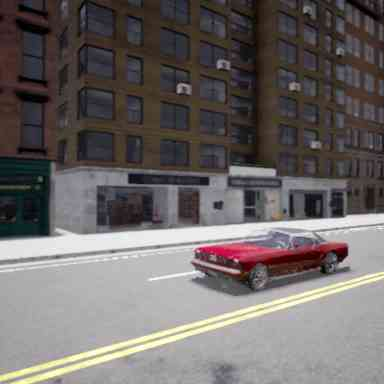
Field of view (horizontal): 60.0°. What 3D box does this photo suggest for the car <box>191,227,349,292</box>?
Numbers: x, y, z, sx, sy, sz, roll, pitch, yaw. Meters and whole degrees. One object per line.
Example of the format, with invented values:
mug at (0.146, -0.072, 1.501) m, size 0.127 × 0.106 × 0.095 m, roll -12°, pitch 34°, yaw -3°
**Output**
car at (2.308, 1.686, 9.335) m, size 4.718 × 1.301 × 1.895 m, roll 1°, pitch -1°, yaw -36°
